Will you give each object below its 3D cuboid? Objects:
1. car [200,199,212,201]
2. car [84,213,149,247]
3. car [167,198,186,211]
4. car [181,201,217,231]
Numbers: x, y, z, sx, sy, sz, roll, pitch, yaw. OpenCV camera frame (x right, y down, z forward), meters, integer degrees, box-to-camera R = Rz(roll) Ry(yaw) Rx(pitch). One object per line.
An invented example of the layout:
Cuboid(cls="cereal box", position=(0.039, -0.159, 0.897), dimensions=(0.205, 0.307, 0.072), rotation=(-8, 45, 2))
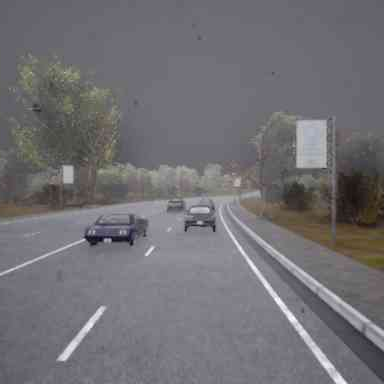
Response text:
Cuboid(cls="car", position=(1.840, 1.545, 41.432), dimensions=(1.994, 1.385, 4.181), rotation=(0, 0, 5))
Cuboid(cls="car", position=(-3.177, 1.586, 15.022), dimensions=(1.895, 1.301, 4.718), rotation=(0, 0, 2))
Cuboid(cls="car", position=(-1.796, 1.466, 39.932), dimensions=(2.128, 1.511, 4.902), rotation=(0, 0, 5))
Cuboid(cls="car", position=(0.531, 1.516, 20.517), dimensions=(1.812, 1.442, 4.674), rotation=(0, 0, 2))
